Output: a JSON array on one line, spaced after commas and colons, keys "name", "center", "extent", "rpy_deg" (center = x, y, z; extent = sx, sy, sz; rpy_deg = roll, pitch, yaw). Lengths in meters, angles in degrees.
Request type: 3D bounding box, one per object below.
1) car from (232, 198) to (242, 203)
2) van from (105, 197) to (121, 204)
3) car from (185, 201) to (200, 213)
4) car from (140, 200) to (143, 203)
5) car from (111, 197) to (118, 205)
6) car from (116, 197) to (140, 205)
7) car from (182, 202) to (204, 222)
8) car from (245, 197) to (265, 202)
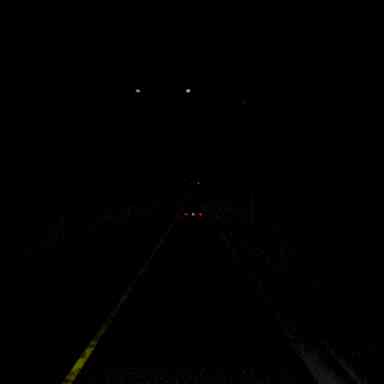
[{"name": "car", "center": [11.687, 2.129, 79.745], "extent": [4.313, 1.339, 1.947], "rpy_deg": [-1, 1, 0]}, {"name": "van", "center": [-20.956, 2.231, 88.330], "extent": [3.998, 1.788, 1.690], "rpy_deg": [-1, 1, 0]}, {"name": "car", "center": [0.102, 2.015, 45.548], "extent": [1.994, 1.385, 4.181], "rpy_deg": [0, -1, 0]}, {"name": "car", "center": [-15.445, 2.360, 88.322], "extent": [4.829, 1.417, 1.752], "rpy_deg": [-1, 1, 0]}, {"name": "car", "center": [-20.964, 2.228, 79.804], "extent": [5.009, 1.841, 2.192], "rpy_deg": [-1, 1, 0]}, {"name": "car", "center": [-15.282, 2.438, 79.797], "extent": [4.206, 1.307, 1.802], "rpy_deg": [-1, 1, 0]}, {"name": "car", "center": [0.102, 1.858, 29.238], "extent": [2.033, 1.411, 5.357], "rpy_deg": [0, -1, 0]}, {"name": "car", "center": [16.737, 2.008, 88.260], "extent": [4.829, 1.417, 1.752], "rpy_deg": [-1, 1, 0]}]
